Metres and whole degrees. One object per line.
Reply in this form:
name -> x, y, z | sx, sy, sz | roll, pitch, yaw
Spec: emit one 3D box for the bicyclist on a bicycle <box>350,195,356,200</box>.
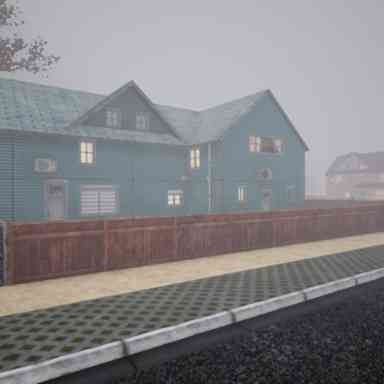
bicyclist on a bicycle -> 17.869, 1.192, 36.986 | 1.656, 1.620, 0.582 | -1, 1, -36
